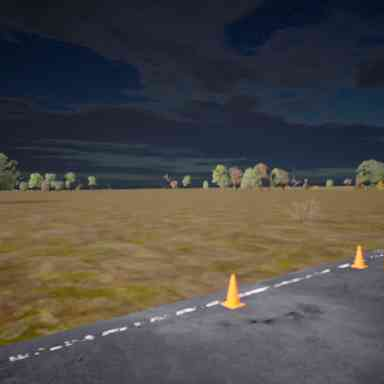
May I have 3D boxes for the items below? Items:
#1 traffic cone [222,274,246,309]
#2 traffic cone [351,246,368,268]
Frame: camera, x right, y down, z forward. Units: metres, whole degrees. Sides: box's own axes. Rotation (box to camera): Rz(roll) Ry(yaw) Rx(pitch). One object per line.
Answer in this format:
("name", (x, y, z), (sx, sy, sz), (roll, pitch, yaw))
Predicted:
("traffic cone", (0.805, 1.897, 6.460), (0.340, 0.580, 0.340), (-1, 1, -37))
("traffic cone", (4.755, 1.824, 9.447), (0.340, 0.580, 0.340), (-1, 1, -38))
